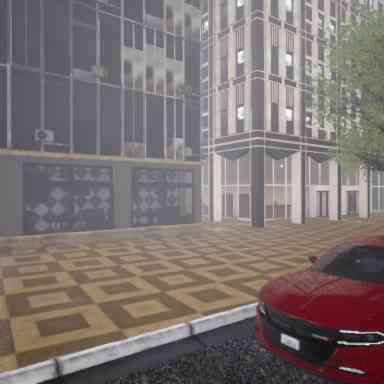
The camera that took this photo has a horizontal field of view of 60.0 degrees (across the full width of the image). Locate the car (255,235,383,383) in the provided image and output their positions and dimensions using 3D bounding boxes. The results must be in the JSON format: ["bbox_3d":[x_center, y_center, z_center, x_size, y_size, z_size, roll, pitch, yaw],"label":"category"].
[{"bbox_3d":[3.176,1.477,5.349,5.008,1.535,1.882,0,0,-36],"label":"car"}]
